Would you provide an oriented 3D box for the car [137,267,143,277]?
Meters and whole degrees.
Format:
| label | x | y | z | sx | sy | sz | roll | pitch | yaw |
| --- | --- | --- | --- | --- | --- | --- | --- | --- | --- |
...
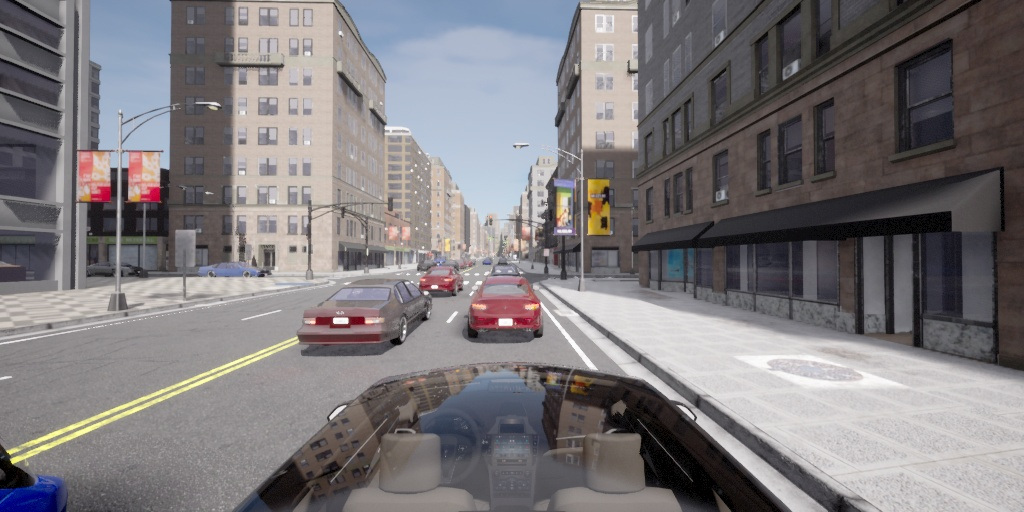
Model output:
| label | x | y | z | sx | sy | sz | roll | pitch | yaw |
| --- | --- | --- | --- | --- | --- | --- | --- | --- | --- |
| car | -33.647 | 1.169 | 30.365 | 4.181 | 1.385 | 1.994 | 0 | -1 | -2 |

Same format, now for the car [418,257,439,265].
| label | x | y | z | sx | sy | sz | roll | pitch | yaw |
| --- | --- | --- | --- | --- | --- | --- | --- | --- | --- |
| car | -11.105 | 1.206 | 47.201 | 1.882 | 1.535 | 5.008 | 0 | 0 | -1 |

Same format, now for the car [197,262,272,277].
| label | x | y | z | sx | sy | sz | roll | pitch | yaw |
| --- | --- | --- | --- | --- | --- | --- | --- | --- | --- |
| car | -23.681 | 1.194 | 30.689 | 5.357 | 1.411 | 2.033 | 0 | -1 | 1 |

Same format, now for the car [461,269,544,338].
| label | x | y | z | sx | sy | sz | roll | pitch | yaw |
| --- | --- | --- | --- | --- | --- | --- | --- | --- | --- |
| car | -0.183 | 1.276 | 10.116 | 1.812 | 1.442 | 4.674 | 0 | 0 | -1 |

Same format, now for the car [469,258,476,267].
| label | x | y | z | sx | sy | sz | roll | pitch | yaw |
| --- | --- | --- | --- | --- | --- | --- | --- | --- | --- |
| car | -8.278 | 1.063 | 64.579 | 2.097 | 1.767 | 4.553 | 0 | 0 | -1 |

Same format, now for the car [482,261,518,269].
| label | x | y | z | sx | sy | sz | roll | pitch | yaw |
| --- | --- | --- | --- | --- | --- | --- | --- | --- | --- |
| car | -0.413 | 1.240 | 19.200 | 2.128 | 1.511 | 4.902 | 0 | 0 | -3 |

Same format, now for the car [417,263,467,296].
| label | x | y | z | sx | sy | sz | roll | pitch | yaw |
| --- | --- | --- | --- | --- | --- | --- | --- | --- | --- |
| car | -3.669 | 1.274 | 19.021 | 1.812 | 1.442 | 4.674 | 0 | 0 | -2 |

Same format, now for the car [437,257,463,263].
| label | x | y | z | sx | sy | sz | roll | pitch | yaw |
| --- | --- | --- | --- | --- | --- | --- | --- | --- | --- |
| car | -7.807 | 1.207 | 45.500 | 1.882 | 1.535 | 5.008 | 0 | 0 | -2 |

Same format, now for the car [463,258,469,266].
| label | x | y | z | sx | sy | sz | roll | pitch | yaw |
| --- | --- | --- | --- | --- | --- | --- | --- | --- | --- |
| car | -8.051 | 1.247 | 54.704 | 1.812 | 1.442 | 4.674 | 0 | 0 | -1 |

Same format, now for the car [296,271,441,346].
| label | x | y | z | sx | sy | sz | roll | pitch | yaw |
| --- | --- | --- | --- | --- | --- | --- | --- | --- | --- |
| car | -3.413 | 1.298 | 9.434 | 2.033 | 1.411 | 5.357 | 0 | 0 | -2 |
